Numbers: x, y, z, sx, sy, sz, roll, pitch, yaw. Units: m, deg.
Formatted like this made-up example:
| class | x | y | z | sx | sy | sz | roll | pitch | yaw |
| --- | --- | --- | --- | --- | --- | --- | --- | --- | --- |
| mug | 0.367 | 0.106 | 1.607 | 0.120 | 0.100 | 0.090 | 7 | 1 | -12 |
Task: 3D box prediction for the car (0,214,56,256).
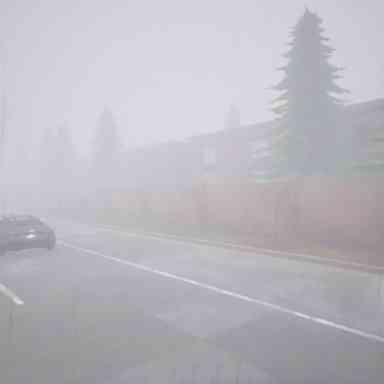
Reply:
| class | x | y | z | sx | sy | sz | roll | pitch | yaw |
| --- | --- | --- | --- | --- | --- | --- | --- | --- | --- |
| car | -7.094 | 1.571 | 13.440 | 1.994 | 1.385 | 4.181 | -1 | 1 | -41 |
